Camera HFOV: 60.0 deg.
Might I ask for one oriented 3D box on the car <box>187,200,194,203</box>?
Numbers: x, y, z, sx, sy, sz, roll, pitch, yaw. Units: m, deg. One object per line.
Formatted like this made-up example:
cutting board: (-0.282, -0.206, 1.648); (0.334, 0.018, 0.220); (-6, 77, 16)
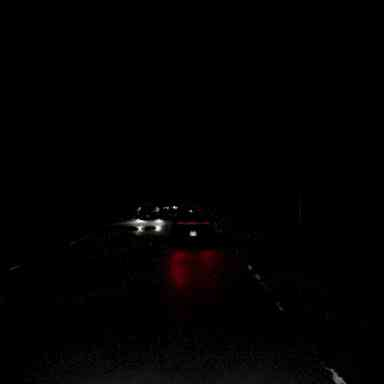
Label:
car: (-0.095, 1.741, 32.211); (1.994, 1.385, 4.181); (0, -1, -1)

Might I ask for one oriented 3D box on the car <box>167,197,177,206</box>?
car: (-4.383, 2.148, 71.258); (2.150, 2.045, 5.566); (0, -1, -1)

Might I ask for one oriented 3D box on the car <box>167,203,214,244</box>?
car: (0.042, 1.517, 16.078); (2.128, 1.511, 4.902); (0, 0, 0)

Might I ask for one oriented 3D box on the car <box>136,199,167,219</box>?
car: (-3.769, 1.506, 30.341); (2.097, 1.767, 4.553); (0, -1, -1)
